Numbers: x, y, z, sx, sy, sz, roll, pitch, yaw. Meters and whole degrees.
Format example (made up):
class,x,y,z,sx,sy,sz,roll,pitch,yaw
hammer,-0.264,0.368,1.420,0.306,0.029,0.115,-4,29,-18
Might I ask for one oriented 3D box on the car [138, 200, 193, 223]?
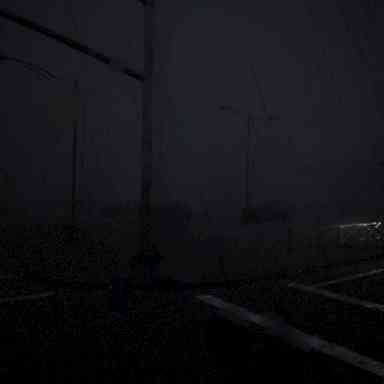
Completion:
class,x,y,z,sx,sy,sz,roll,pitch,yaw
car,-1.844,1.606,25.965,3.806,1.475,1.970,1,-1,-36

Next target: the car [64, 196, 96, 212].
class,x,y,z,sx,sy,sz,roll,pitch,yaw
car,-13.298,1.438,41.392,3.866,1.878,1.905,1,-1,-36

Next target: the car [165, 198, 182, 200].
class,x,y,z,sx,sy,sz,roll,pitch,yaw
car,-2.359,2.018,57.251,3.633,1.501,1.845,1,-1,-36

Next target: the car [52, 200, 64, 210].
class,x,y,z,sx,sy,sz,roll,pitch,yaw
car,-15.326,1.450,43.513,4.605,1.855,1.932,1,-1,-36

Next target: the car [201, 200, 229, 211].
class,x,y,z,sx,sy,sz,roll,pitch,yaw
car,3.429,1.999,49.105,4.514,1.523,2.007,1,-1,-36

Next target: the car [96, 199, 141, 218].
class,x,y,z,sx,sy,sz,roll,pitch,yaw
car,-5.845,1.519,30.993,5.027,1.636,2.152,1,-1,-36

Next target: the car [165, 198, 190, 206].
class,x,y,z,sx,sy,sz,roll,pitch,yaw
car,-3.025,2.168,71.349,5.027,1.636,2.152,1,-1,-36

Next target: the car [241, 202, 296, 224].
class,x,y,z,sx,sy,sz,roll,pitch,yaw
car,6.017,1.805,27.093,4.514,1.523,2.007,1,-1,-36

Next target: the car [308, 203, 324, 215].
class,x,y,z,sx,sy,sz,roll,pitch,yaw
car,16.975,2.211,43.536,3.806,1.475,1.970,1,-1,-36

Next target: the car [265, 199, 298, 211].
class,x,y,z,sx,sy,sz,roll,pitch,yaw
car,10.111,1.789,38.568,4.605,1.855,1.932,1,-1,-36

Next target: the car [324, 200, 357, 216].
class,x,y,z,sx,sy,sz,roll,pitch,yaw
car,18.420,1.917,40.481,3.866,1.878,1.905,1,-1,-36

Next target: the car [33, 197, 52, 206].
class,x,y,z,sx,sy,sz,roll,pitch,yaw
car,-26.046,1.722,58.695,3.633,1.501,1.845,1,-1,-36

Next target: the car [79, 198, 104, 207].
class,x,y,z,sx,sy,sz,roll,pitch,yaw
car,-18.279,1.873,60.595,3.806,1.475,1.970,1,-1,-36

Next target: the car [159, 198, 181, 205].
class,x,y,z,sx,sy,sz,roll,pitch,yaw
car,-4.895,2.175,73.868,4.514,1.523,2.007,1,-1,-36
